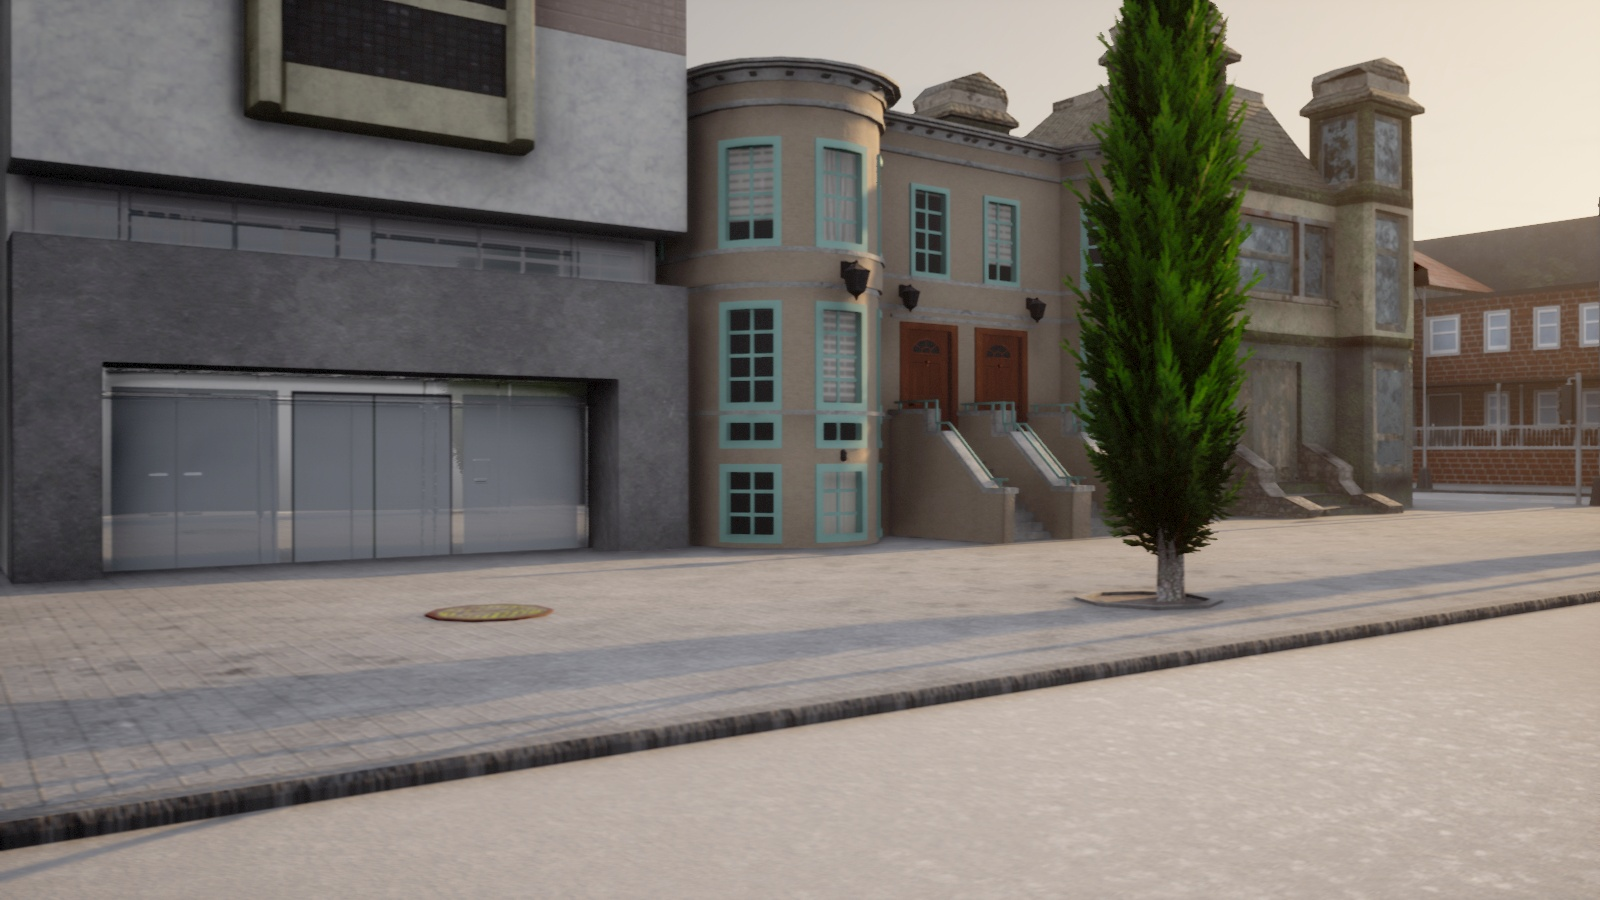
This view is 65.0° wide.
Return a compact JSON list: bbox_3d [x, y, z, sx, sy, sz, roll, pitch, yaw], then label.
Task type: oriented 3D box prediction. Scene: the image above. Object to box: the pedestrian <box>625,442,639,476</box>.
[{"bbox_3d":[-8.794,0.472,65.579,0.328,1.805,0.869,0,0,-36],"label":"pedestrian"}]
